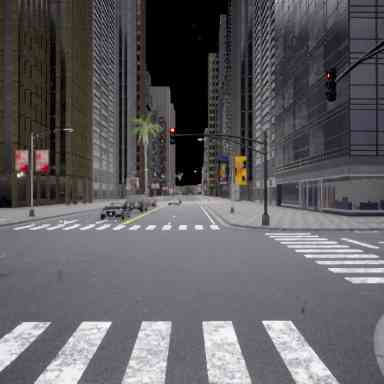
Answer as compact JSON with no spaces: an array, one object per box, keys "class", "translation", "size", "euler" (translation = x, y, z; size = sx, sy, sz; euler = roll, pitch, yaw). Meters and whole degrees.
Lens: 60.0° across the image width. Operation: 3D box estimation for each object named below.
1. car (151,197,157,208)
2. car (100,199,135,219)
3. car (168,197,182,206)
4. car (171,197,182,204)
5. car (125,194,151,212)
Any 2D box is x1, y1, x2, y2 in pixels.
[{"class":"car","translation":[-6.665,1.495,51.641],"size":[2.097,1.767,4.553],"euler":[0,0,0]},{"class":"car","translation":[-6.643,1.627,29.219],"size":[1.994,1.385,4.181],"euler":[0,0,0]},{"class":"car","translation":[-3.244,1.781,59.890],"size":[1.895,1.301,4.718],"euler":[0,0,0]},{"class":"car","translation":[-3.259,1.788,69.786],"size":[1.994,1.385,4.181],"euler":[0,0,0]},{"class":"car","translation":[-6.656,1.316,39.788],"size":[2.150,2.045,5.566],"euler":[0,0,1]}]
